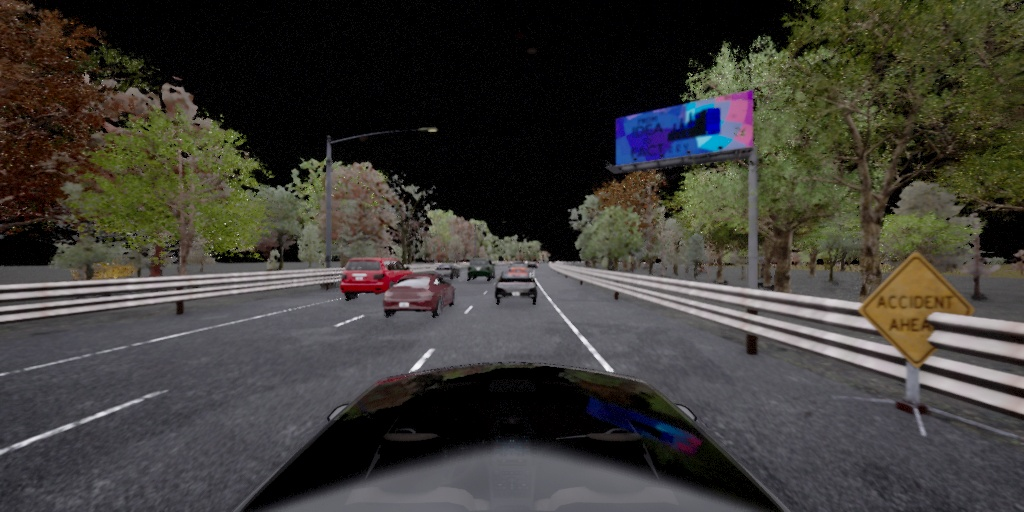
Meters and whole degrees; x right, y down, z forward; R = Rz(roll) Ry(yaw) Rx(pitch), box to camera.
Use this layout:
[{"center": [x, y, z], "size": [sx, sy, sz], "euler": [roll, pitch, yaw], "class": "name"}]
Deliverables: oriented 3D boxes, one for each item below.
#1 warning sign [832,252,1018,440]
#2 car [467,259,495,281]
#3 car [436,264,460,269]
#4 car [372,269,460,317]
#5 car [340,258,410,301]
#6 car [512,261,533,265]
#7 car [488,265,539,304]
[{"center": [4.547, 0.886, 4.068], "size": [1.300, 1.860, 1.060], "euler": [0, 0, 0], "class": "warning sign"}, {"center": [-2.851, 1.275, 34.057], "size": [2.150, 2.045, 5.566], "euler": [0, -1, 2], "class": "car"}, {"center": [-6.309, 1.556, 35.121], "size": [2.128, 1.511, 4.902], "euler": [0, -1, 2], "class": "car"}, {"center": [-3.350, 1.384, 13.544], "size": [1.812, 1.442, 4.674], "euler": [0, -1, 1], "class": "car"}, {"center": [-6.771, 1.128, 18.704], "size": [2.150, 2.045, 5.566], "euler": [0, -1, 1], "class": "car"}, {"center": [0.682, 1.412, 34.781], "size": [2.097, 1.767, 4.553], "euler": [0, -1, 2], "class": "car"}, {"center": [0.211, 1.383, 17.259], "size": [2.128, 1.511, 4.902], "euler": [0, -1, 1], "class": "car"}]
